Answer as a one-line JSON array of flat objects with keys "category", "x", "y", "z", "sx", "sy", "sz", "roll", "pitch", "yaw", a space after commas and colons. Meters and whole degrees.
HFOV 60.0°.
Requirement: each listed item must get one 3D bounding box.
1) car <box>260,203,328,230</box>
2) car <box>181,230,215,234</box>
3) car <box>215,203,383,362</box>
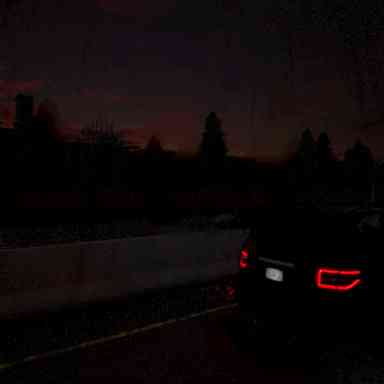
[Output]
[{"category": "car", "x": 6.724, "y": 1.515, "z": 21.686, "sx": 4.674, "sy": 1.442, "sz": 1.812, "roll": 0, "pitch": 0, "yaw": -35}, {"category": "car", "x": 1.713, "y": 1.520, "z": 13.813, "sx": 4.674, "sy": 1.442, "sz": 1.812, "roll": 0, "pitch": 0, "yaw": -35}, {"category": "car", "x": 3.307, "y": 1.218, "z": 6.105, "sx": 5.566, "sy": 2.045, "sz": 2.150, "roll": 0, "pitch": 0, "yaw": -35}]
